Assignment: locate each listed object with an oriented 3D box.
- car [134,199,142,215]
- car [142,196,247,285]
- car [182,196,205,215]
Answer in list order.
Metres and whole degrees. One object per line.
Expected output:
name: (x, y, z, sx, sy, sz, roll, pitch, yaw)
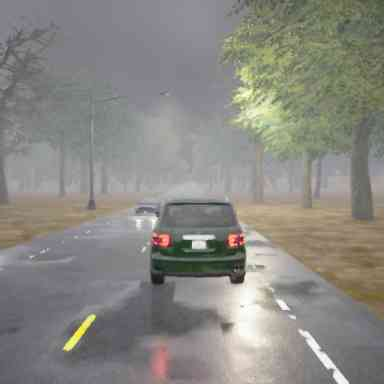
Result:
car: (-3.595, 1.125, 28.390, 2.033, 1.411, 5.357, 0, 1, 0)
car: (0.110, 1.111, 9.348, 2.150, 2.045, 5.566, 0, 1, -1)
car: (0.091, 1.096, 28.830, 1.812, 1.442, 4.674, 0, 1, 0)
